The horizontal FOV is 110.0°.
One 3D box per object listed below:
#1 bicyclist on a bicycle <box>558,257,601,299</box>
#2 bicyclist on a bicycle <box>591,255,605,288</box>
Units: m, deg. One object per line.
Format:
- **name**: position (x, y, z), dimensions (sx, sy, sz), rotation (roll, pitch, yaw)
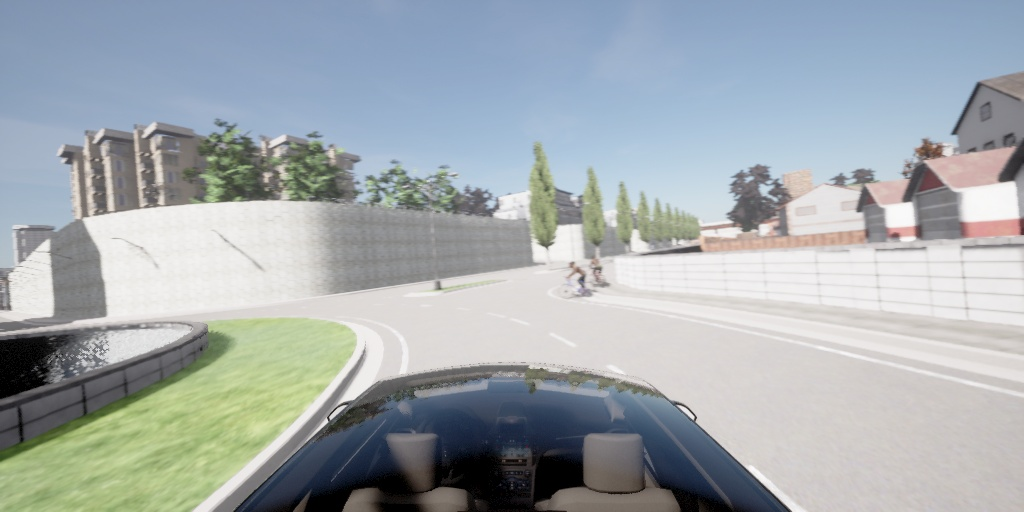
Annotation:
- **bicyclist on a bicycle**: position (2.791, 1.047, 15.610), dimensions (1.656, 1.620, 0.582), rotation (-5, 0, 0)
- **bicyclist on a bicycle**: position (4.203, 0.784, 17.988), dimensions (0.582, 1.620, 1.656), rotation (-5, 0, -16)
